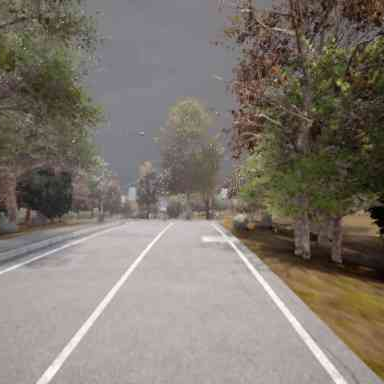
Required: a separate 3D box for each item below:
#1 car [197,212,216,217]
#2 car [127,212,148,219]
[{"bbox_3d":[3.199,5.311,76.717,4.892,1.490,1.837,-1,-5,22],"label":"car"},{"bbox_3d":[-12.391,5.275,75.090,4.553,1.767,2.097,2,-5,-33],"label":"car"}]
